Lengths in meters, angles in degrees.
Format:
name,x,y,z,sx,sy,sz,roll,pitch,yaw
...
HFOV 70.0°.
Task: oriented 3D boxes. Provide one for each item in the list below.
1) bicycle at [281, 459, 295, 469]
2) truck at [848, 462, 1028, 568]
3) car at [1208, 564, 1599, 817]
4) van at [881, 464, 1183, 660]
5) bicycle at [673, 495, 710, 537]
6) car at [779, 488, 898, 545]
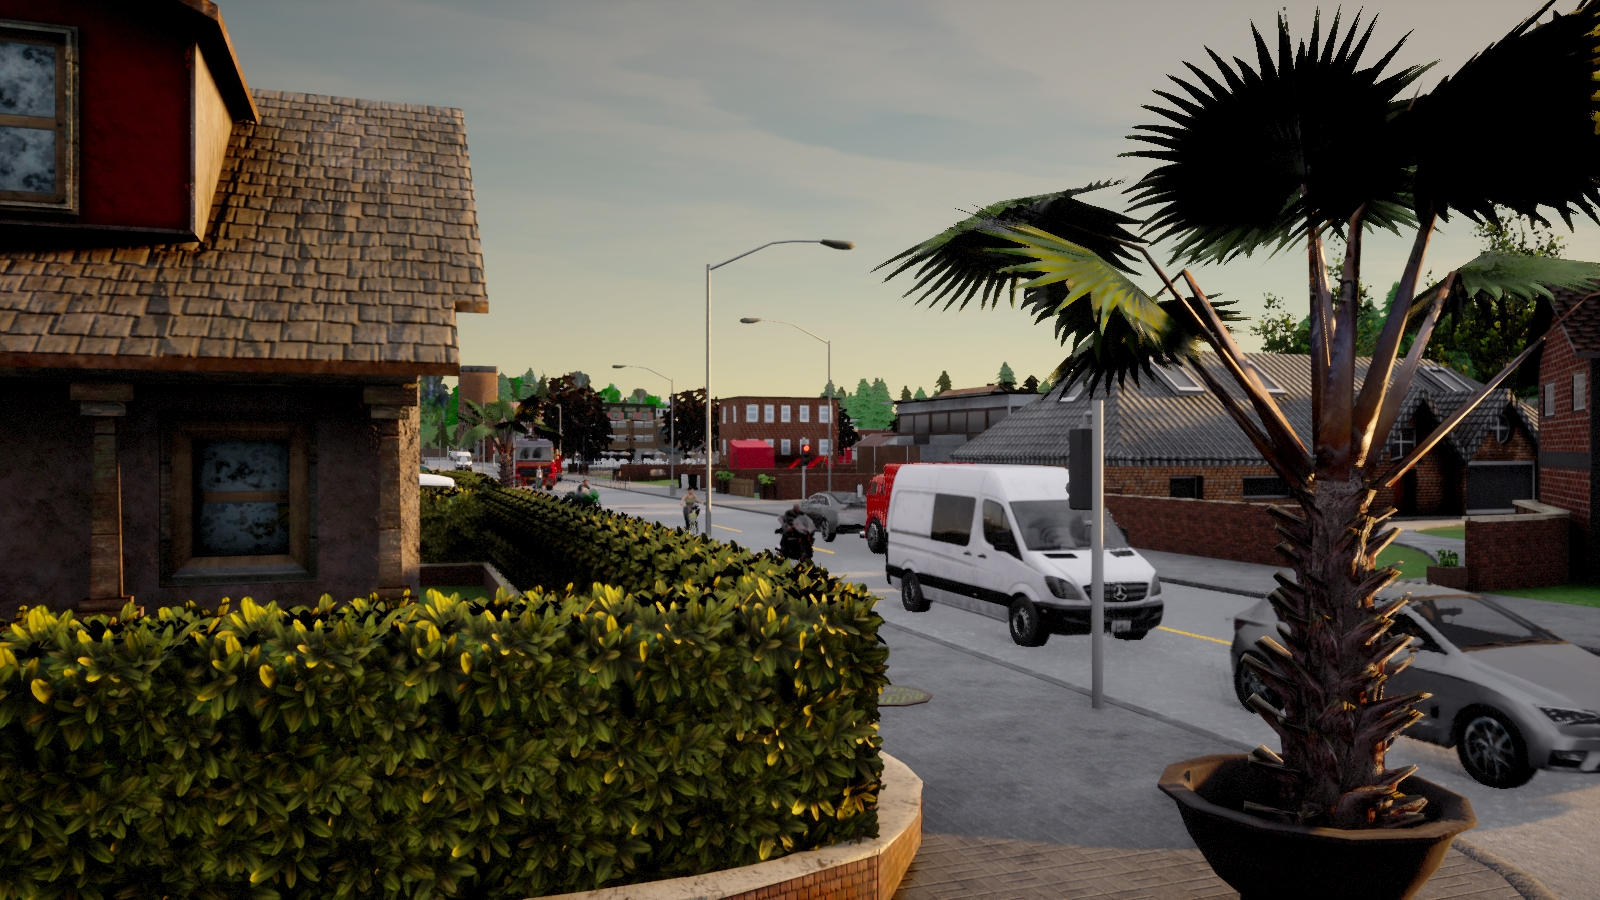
name,x,y,z,sx,sy,sz,roll,pitch,yaw
bicycle,-75.147,2.056,167.673,1.835,1.471,0.329,0,0,-20
truck,3.468,1.570,29.990,2.627,2.467,5.204,0,0,-20
car,6.083,2.069,11.029,1.816,1.474,4.193,0,0,-19
van,3.418,1.538,18.443,1.988,2.561,5.915,0,0,-20
bicycle,-3.567,2.162,37.563,0.859,1.276,1.487,0,0,-20
car,1.122,2.053,36.412,2.128,1.511,4.902,0,0,-20
